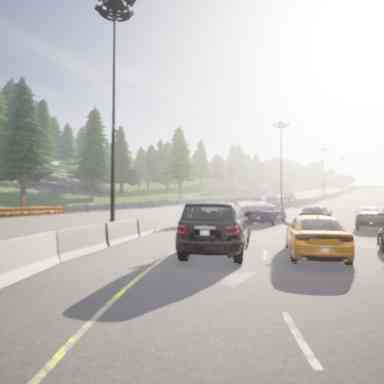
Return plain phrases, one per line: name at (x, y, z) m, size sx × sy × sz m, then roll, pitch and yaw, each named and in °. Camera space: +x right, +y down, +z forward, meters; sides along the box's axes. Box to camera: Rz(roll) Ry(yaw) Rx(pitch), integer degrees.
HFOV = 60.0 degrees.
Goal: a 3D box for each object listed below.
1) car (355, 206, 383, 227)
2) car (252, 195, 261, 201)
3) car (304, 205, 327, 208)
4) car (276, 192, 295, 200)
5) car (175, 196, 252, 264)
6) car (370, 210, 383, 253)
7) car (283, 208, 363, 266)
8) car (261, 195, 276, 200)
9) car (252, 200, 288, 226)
car at (11.942, 1.678, 22.100) m, size 2.128 × 1.511 × 4.902 m, roll 0°, pitch 0°, yaw 29°
car at (14.295, 1.464, 74.077) m, size 1.994 × 1.385 × 4.181 m, roll 0°, pitch 1°, yaw 31°
car at (8.858, 1.705, 23.753) m, size 1.837 × 1.490 × 4.892 m, roll 0°, pitch 0°, yaw 29°
car at (20.292, 1.110, 70.469) m, size 2.150 × 2.045 × 5.566 m, roll 0°, pitch 1°, yaw 31°
car at (0.951, 1.319, 12.488) m, size 2.150 × 2.045 × 5.566 m, roll 0°, pitch 0°, yaw 12°
car at (7.875, 1.604, 11.291) m, size 1.837 × 1.490 × 4.892 m, roll 0°, pitch 0°, yaw 13°
car at (4.502, 1.579, 12.199) m, size 1.882 × 1.535 × 5.008 m, roll 0°, pitch 0°, yaw 13°
car at (17.303, 1.376, 72.287) m, size 1.882 × 1.535 × 5.008 m, roll 0°, pitch 1°, yaw 31°
car at (5.853, 1.689, 25.544) m, size 1.882 × 1.535 × 5.008 m, roll 0°, pitch 0°, yaw 29°
